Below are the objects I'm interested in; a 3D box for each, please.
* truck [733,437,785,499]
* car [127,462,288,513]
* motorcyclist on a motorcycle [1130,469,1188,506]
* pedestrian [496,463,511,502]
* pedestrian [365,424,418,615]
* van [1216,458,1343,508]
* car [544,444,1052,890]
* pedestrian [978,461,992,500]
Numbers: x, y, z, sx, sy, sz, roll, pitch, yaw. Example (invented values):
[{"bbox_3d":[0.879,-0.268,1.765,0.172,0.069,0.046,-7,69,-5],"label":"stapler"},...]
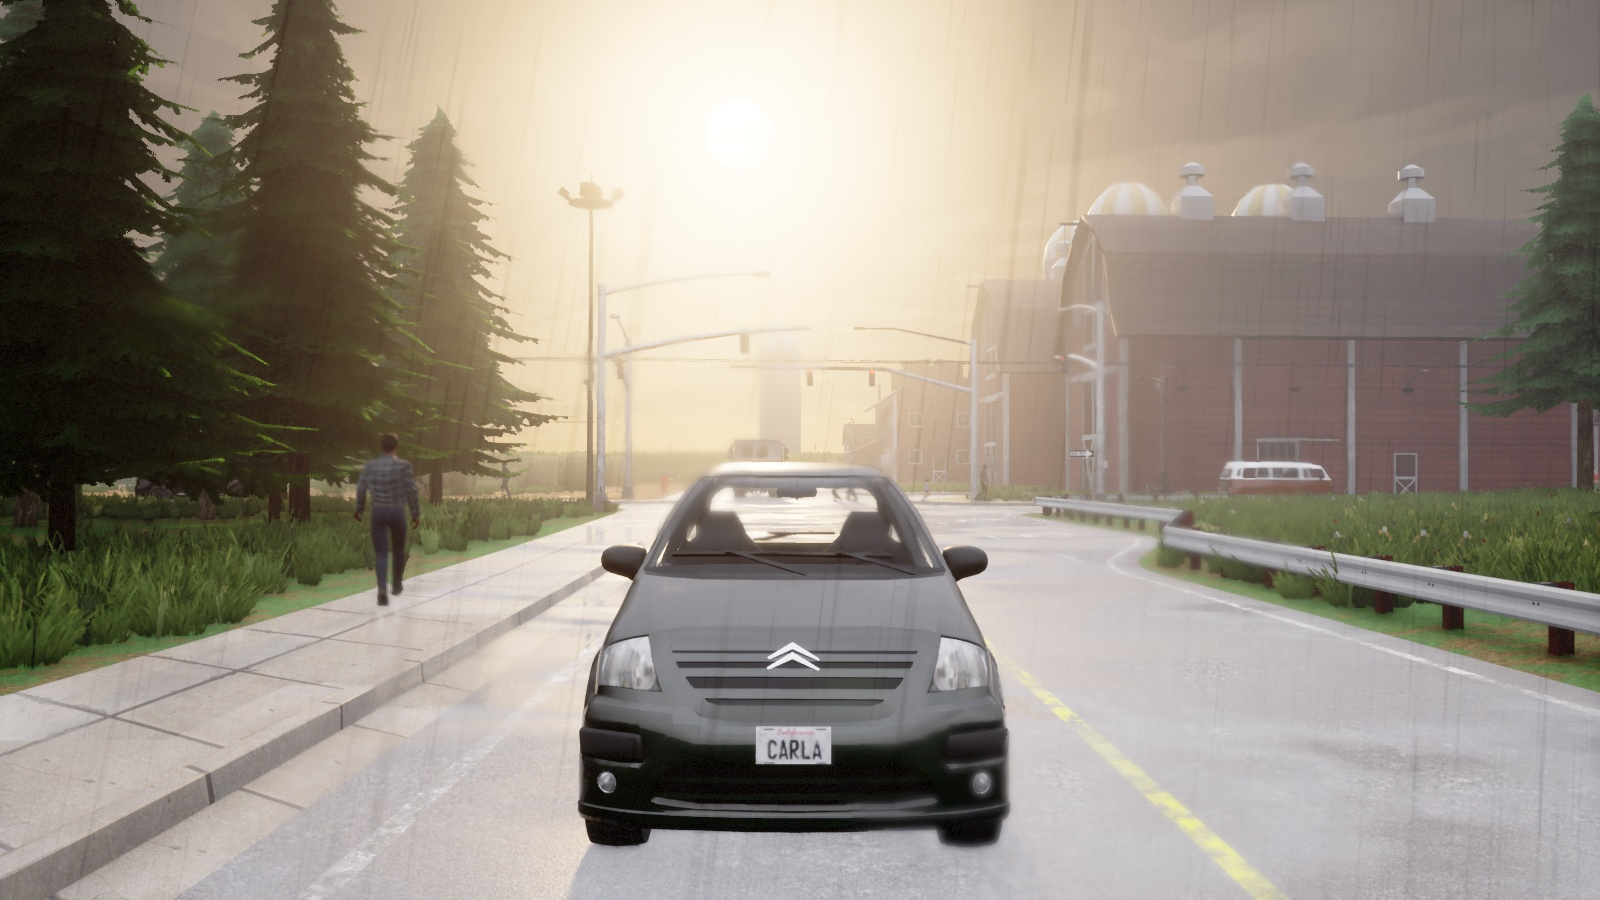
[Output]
[{"bbox_3d":[-2.453,1.075,73.816,2.891,3.462,7.936,0,-1,-2],"label":"truck"},{"bbox_3d":[-24.170,1.518,51.378,5.566,2.045,2.150,0,-1,-1],"label":"car"},{"bbox_3d":[15.962,1.663,55.810,2.350,1.649,0.766,0,-1,-1],"label":"motorcyclist on a motorcycle"},{"bbox_3d":[-14.089,1.546,59.717,0.614,1.847,0.353,0,-1,10],"label":"pedestrian"},{"bbox_3d":[-4.301,0.716,13.243,0.423,1.949,0.788,0,-1,-10],"label":"pedestrian"},{"bbox_3d":[19.947,1.363,52.411,4.480,2.038,2.069,0,-1,-1],"label":"van"},{"bbox_3d":[-0.021,0.823,6.581,1.851,1.617,3.988,0,-1,0],"label":"car"},{"bbox_3d":[8.836,1.459,59.948,0.634,1.846,0.331,0,-1,0],"label":"pedestrian"}]
